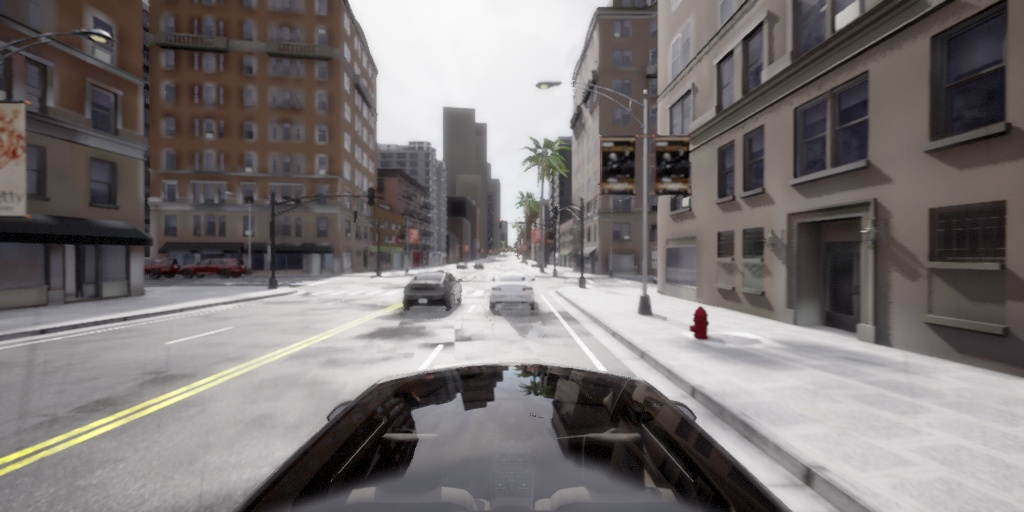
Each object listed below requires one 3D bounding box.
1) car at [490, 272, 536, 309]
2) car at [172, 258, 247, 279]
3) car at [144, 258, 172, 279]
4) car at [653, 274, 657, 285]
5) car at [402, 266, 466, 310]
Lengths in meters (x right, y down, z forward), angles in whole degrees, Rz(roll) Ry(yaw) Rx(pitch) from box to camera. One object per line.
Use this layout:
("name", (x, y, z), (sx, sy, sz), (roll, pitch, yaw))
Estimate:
("car", (0.063, 1.407, 15.745), (1.812, 1.442, 4.674), (0, 0, 2))
("car", (-27.148, 1.133, 32.740), (5.009, 1.841, 2.192), (0, 0, -9))
("car", (-32.594, 1.083, 31.917), (5.009, 1.841, 2.192), (0, 0, -9))
("car", (12.955, 1.756, 27.245), (4.313, 1.339, 1.948), (0, 0, 0))
("car", (-3.277, 1.385, 15.356), (1.837, 1.490, 4.892), (0, 0, -1))
